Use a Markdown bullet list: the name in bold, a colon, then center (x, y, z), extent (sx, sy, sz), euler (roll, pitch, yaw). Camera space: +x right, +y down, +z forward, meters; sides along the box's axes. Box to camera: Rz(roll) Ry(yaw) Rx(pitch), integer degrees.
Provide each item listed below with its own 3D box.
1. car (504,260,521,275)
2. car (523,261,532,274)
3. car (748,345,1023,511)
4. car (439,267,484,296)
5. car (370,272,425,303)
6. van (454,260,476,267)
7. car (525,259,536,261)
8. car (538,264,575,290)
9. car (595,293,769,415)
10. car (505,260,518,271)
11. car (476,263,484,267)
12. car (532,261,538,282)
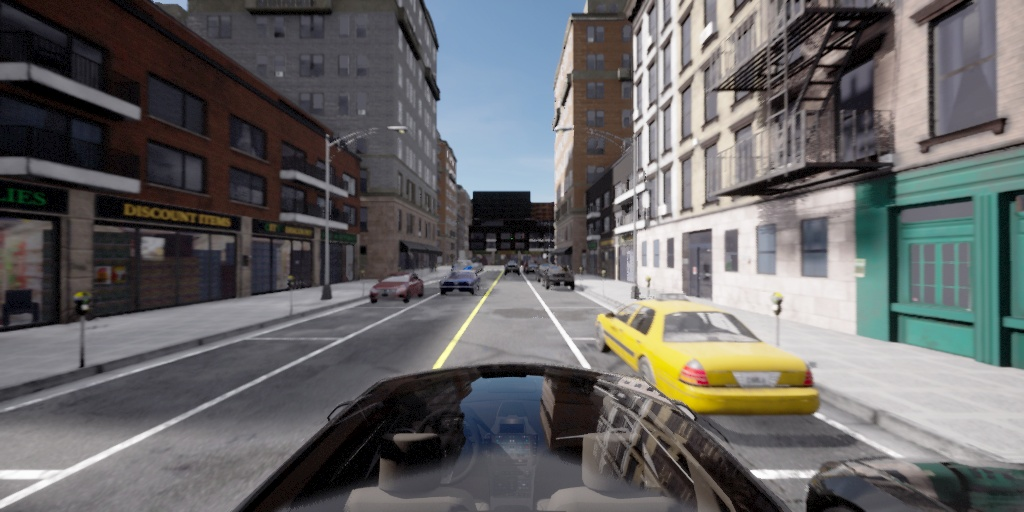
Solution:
- **car**: center (0.038, 1.554, 44.315), extent (1.837, 1.490, 4.892), euler (0, -1, 1)
- **car**: center (2.631, 1.621, 45.634), extent (1.948, 1.339, 4.313), euler (0, 0, 0)
- **car**: center (2.637, 1.307, 0.341), extent (1.948, 1.339, 4.313), euler (0, 0, 0)
- **car**: center (-2.853, 1.480, 20.515), extent (1.895, 1.301, 4.718), euler (0, 0, 0)
- **car**: center (-5.390, 1.439, 17.325), extent (1.802, 1.307, 4.207), euler (0, 0, 0)
- **van**: center (-5.393, 1.356, 39.972), extent (1.690, 1.789, 3.998), euler (0, 0, 0)
- **car**: center (2.631, 1.410, 51.296), extent (2.192, 1.841, 5.009), euler (0, 0, 0)
- **car**: center (3.017, 1.408, 24.028), extent (1.837, 1.490, 4.892), euler (0, 0, 0)
- **car**: center (2.637, 1.305, 6.172), extent (1.751, 1.417, 4.829), euler (0, 0, 0)
- **car**: center (-0.083, 1.511, 59.878), extent (2.097, 1.767, 4.553), euler (0, 0, -2)
- **car**: center (-5.394, 1.645, 51.295), extent (2.007, 1.370, 4.403), euler (0, 0, 0)
- **car**: center (3.016, 1.457, 31.028), extent (1.837, 1.490, 4.892), euler (0, 0, 0)
